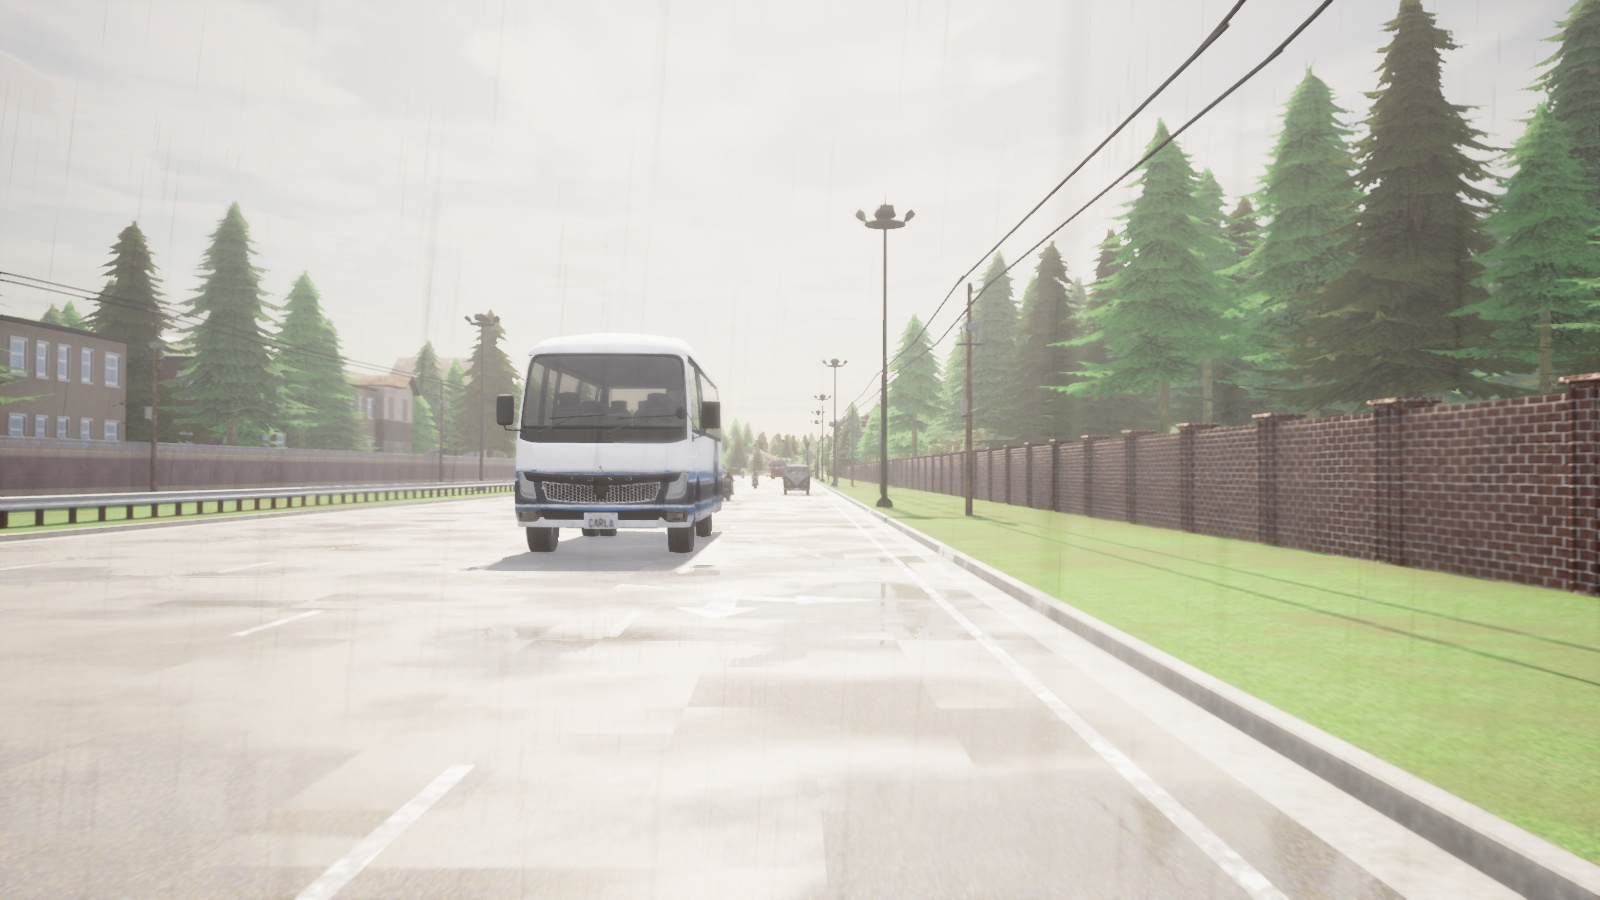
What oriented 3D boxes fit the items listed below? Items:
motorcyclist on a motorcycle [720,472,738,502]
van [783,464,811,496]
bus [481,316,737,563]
[{"bbox_3d":[-3.667,1.897,64.808,0.797,1.523,2.044,0,-1,1],"label":"motorcyclist on a motorcycle"},{"bbox_3d":[-0.197,1.937,81.796,1.775,1.987,4.442,0,-1,0],"label":"van"},{"bbox_3d":[-3.569,-0.098,26.862,3.944,4.253,10.273,0,-1,0],"label":"bus"}]
